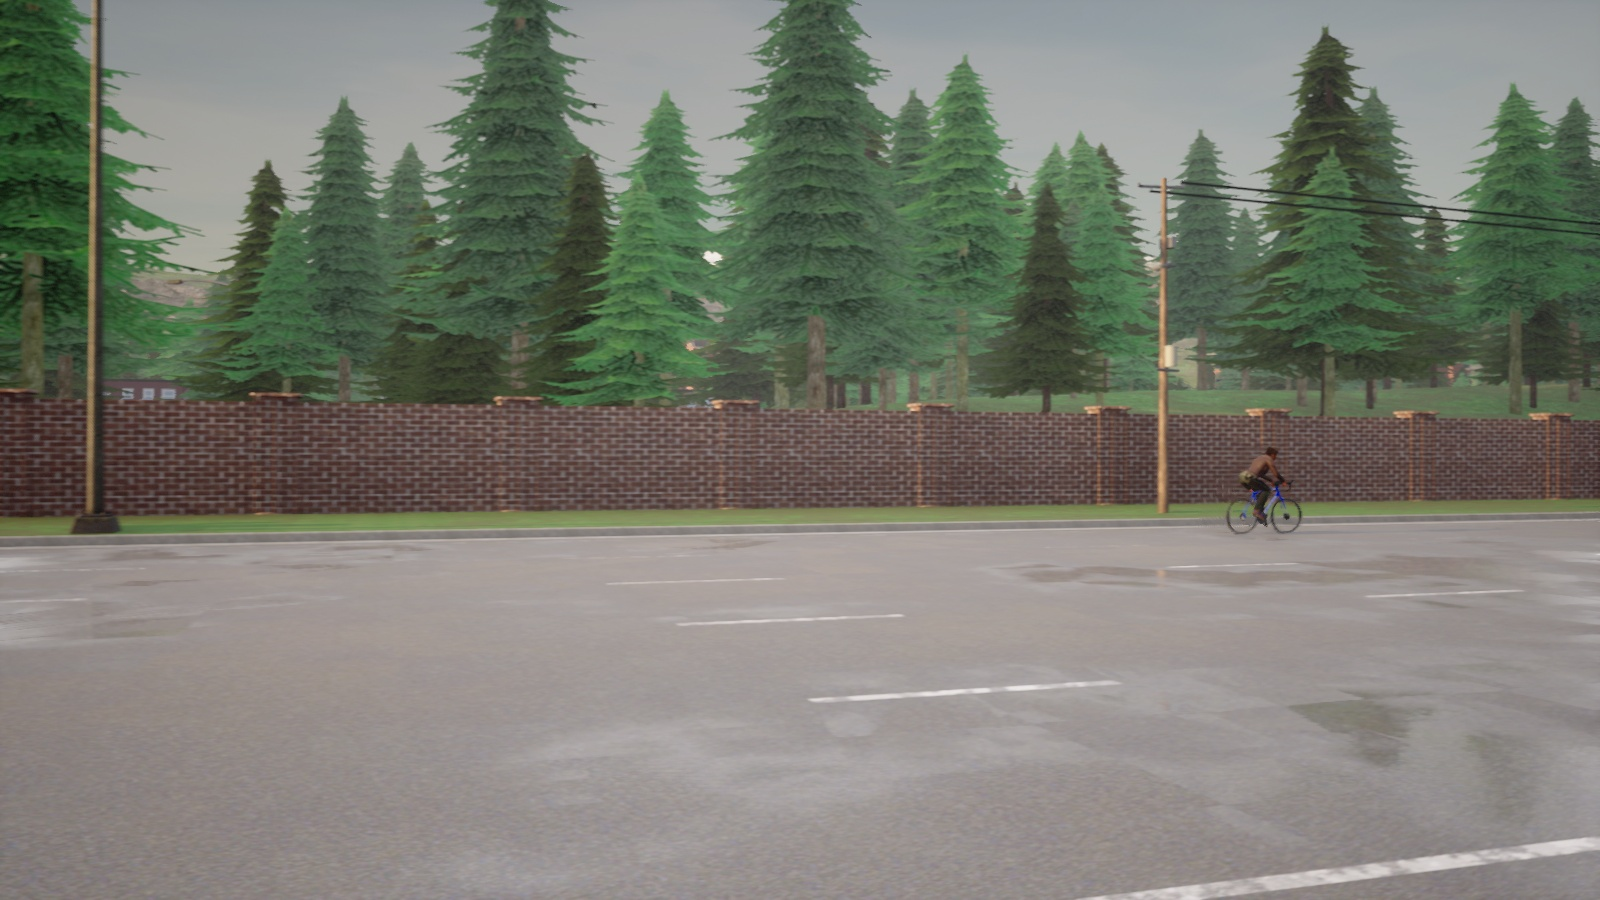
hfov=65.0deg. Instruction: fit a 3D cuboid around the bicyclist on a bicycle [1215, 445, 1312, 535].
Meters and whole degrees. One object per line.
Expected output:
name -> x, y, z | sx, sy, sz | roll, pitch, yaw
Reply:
bicyclist on a bicycle -> 8.533, 0.724, 23.112 | 1.656, 1.620, 0.582 | 0, 0, -18
